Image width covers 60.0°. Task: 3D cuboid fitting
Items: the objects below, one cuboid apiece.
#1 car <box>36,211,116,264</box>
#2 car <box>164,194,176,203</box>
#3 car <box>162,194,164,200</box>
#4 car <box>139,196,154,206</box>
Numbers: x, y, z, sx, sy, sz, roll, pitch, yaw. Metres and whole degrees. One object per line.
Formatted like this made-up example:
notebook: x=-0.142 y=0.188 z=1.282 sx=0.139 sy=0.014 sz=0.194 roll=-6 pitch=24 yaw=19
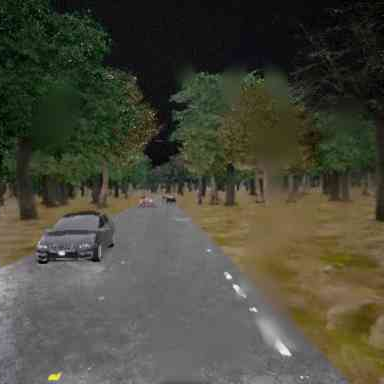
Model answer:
car: x=-3.918 y=1.499 z=11.929 sx=1.837 sy=1.490 sz=4.892 roll=0 pitch=0 yaw=-5
car: x=-4.248 y=1.464 z=67.570 sx=1.882 sy=1.535 sz=5.008 roll=0 pitch=0 yaw=-5
car: x=-6.615 y=1.320 z=85.377 sx=1.812 sy=1.442 sz=4.674 roll=0 pitch=0 yaw=-5
car: x=-7.198 y=1.350 z=52.939 sx=2.097 sy=1.767 sz=4.553 roll=0 pitch=0 yaw=-4
